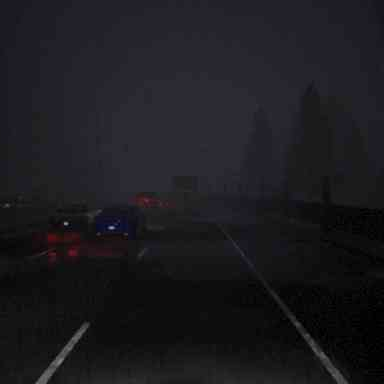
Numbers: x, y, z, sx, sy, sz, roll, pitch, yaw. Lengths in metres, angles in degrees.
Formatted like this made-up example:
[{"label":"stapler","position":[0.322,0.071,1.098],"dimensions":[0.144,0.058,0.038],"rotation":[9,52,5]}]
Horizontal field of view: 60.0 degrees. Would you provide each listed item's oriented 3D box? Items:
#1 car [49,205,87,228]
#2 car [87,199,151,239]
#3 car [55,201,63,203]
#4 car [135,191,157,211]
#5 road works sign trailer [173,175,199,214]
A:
[{"label":"car","position":[-6.998,1.436,20.512],"dimensions":[1.895,1.301,4.718],"rotation":[0,0,-1]},{"label":"car","position":[-3.421,1.345,16.541],"dimensions":[1.882,1.535,5.008],"rotation":[0,0,0]},{"label":"car","position":[-19.538,1.146,50.356],"dimensions":[2.033,1.411,5.357],"rotation":[0,0,-18]},{"label":"car","position":[-5.032,0.931,36.311],"dimensions":[2.150,2.045,5.566],"rotation":[0,0,-9]},{"label":"road works sign trailer","position":[-0.705,0.208,31.943],"dimensions":[2.380,3.560,2.880],"rotation":[0,0,-10]}]
